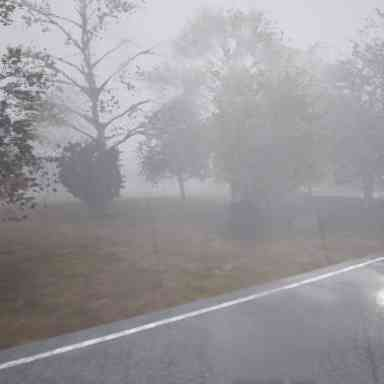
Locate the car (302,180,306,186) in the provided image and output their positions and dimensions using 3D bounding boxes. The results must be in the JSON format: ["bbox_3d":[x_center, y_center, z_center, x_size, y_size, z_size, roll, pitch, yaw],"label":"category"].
[{"bbox_3d":[25.645,-1.910,74.582,1.812,1.442,4.674,-2,4,40],"label":"car"}]

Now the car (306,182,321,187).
[{"bbox_3d":[26.383,-1.762,70.330,1.882,1.535,5.008,-2,4,35],"label":"car"}]

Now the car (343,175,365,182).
[{"bbox_3d":[39.590,-3.314,81.296,4.718,1.301,1.895,-4,3,-7],"label":"car"}]

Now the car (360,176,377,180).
[{"bbox_3d":[40.387,-3.294,78.105,5.357,1.411,2.033,-4,3,-2],"label":"car"}]
